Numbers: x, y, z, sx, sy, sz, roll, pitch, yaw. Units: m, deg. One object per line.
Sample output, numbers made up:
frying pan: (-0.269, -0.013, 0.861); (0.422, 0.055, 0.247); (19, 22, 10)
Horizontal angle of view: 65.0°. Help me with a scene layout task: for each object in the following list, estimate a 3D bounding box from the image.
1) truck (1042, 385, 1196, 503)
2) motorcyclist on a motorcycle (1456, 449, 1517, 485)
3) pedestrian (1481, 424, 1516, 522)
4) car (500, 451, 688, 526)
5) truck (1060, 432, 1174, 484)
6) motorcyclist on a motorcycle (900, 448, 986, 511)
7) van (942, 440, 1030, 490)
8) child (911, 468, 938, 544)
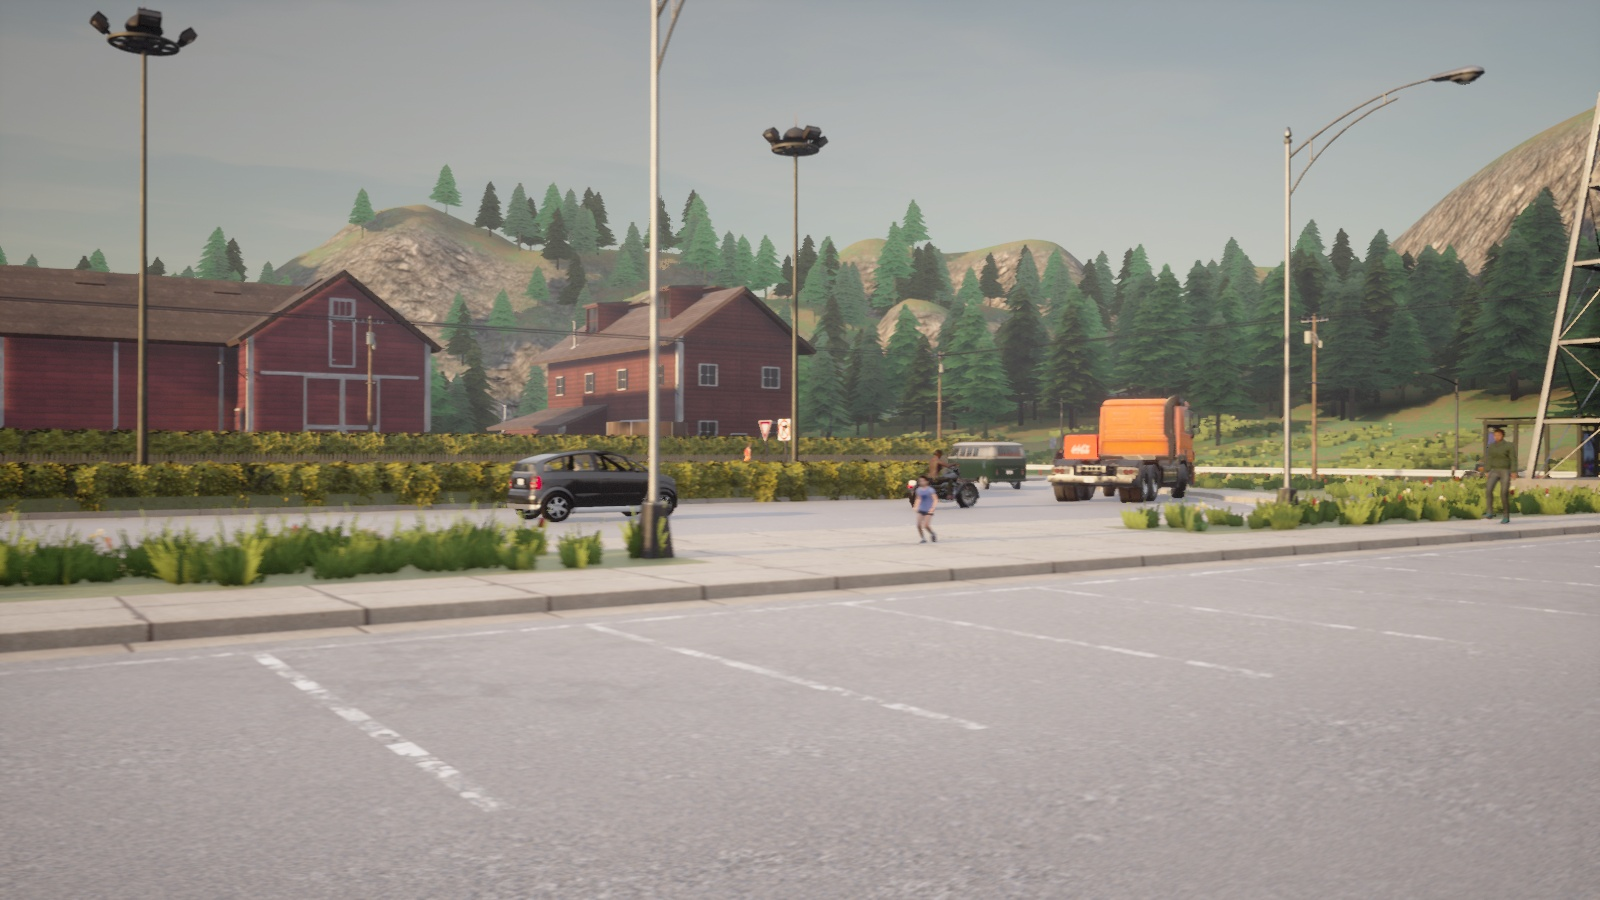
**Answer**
truck: (10.590, -0.159, 41.047); (2.891, 3.462, 7.936); (0, 0, 30)
motorcyclist on a motorcycle: (31.399, 0.770, 57.484); (0.766, 1.649, 2.350); (0, 0, -34)
pedestrian: (13.287, 0.431, 23.890); (0.614, 1.847, 0.353); (0, 0, -36)
car: (-4.548, 0.803, 27.834); (3.705, 1.549, 1.789); (0, 0, -34)
truck: (15.781, 0.386, 62.496); (5.204, 2.467, 2.627); (-1, 0, -33)
motorcyclist on a motorcycle: (3.837, 0.769, 33.576); (2.350, 1.649, 0.766); (0, 0, -34)
van: (7.785, 0.612, 53.009); (1.775, 1.987, 4.442); (0, 0, -20)
child: (1.860, 0.825, 18.747); (0.255, 1.110, 0.394); (0, 0, 34)
